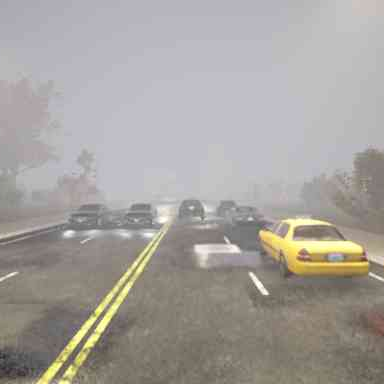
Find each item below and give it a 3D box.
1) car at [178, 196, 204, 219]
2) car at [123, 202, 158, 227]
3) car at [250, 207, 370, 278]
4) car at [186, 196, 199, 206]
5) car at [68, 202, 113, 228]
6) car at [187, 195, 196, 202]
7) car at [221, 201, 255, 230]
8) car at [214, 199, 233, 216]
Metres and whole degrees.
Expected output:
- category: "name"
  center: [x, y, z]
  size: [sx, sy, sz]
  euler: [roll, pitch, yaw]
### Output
- category: "car"
  center: [-0.044, 1.316, 28.515]
  size: [2.097, 1.767, 4.553]
  euler: [0, 0, 0]
- category: "car"
  center: [-3.370, 1.479, 22.513]
  size: [1.837, 1.490, 4.892]
  euler: [0, 0, 0]
- category: "car"
  center: [3.242, 1.446, 10.068]
  size: [1.801, 1.575, 5.366]
  euler: [0, 0, 0]
- category: "car"
  center: [0.041, 1.459, 55.206]
  size: [2.033, 1.411, 5.357]
  euler: [0, 0, 0]
- category: "car"
  center: [-6.620, 1.480, 22.114]
  size: [1.837, 1.490, 4.892]
  euler: [0, 0, 0]
- category: "car"
  center: [-0.069, 1.464, 74.685]
  size: [1.895, 1.301, 4.718]
  euler: [0, 0, 0]
- category: "car"
  center: [3.232, 1.523, 20.879]
  size: [2.033, 1.411, 5.357]
  euler: [0, 0, 0]
- category: "car"
  center: [3.221, 1.463, 31.879]
  size: [1.837, 1.490, 4.892]
  euler: [0, 0, 0]
